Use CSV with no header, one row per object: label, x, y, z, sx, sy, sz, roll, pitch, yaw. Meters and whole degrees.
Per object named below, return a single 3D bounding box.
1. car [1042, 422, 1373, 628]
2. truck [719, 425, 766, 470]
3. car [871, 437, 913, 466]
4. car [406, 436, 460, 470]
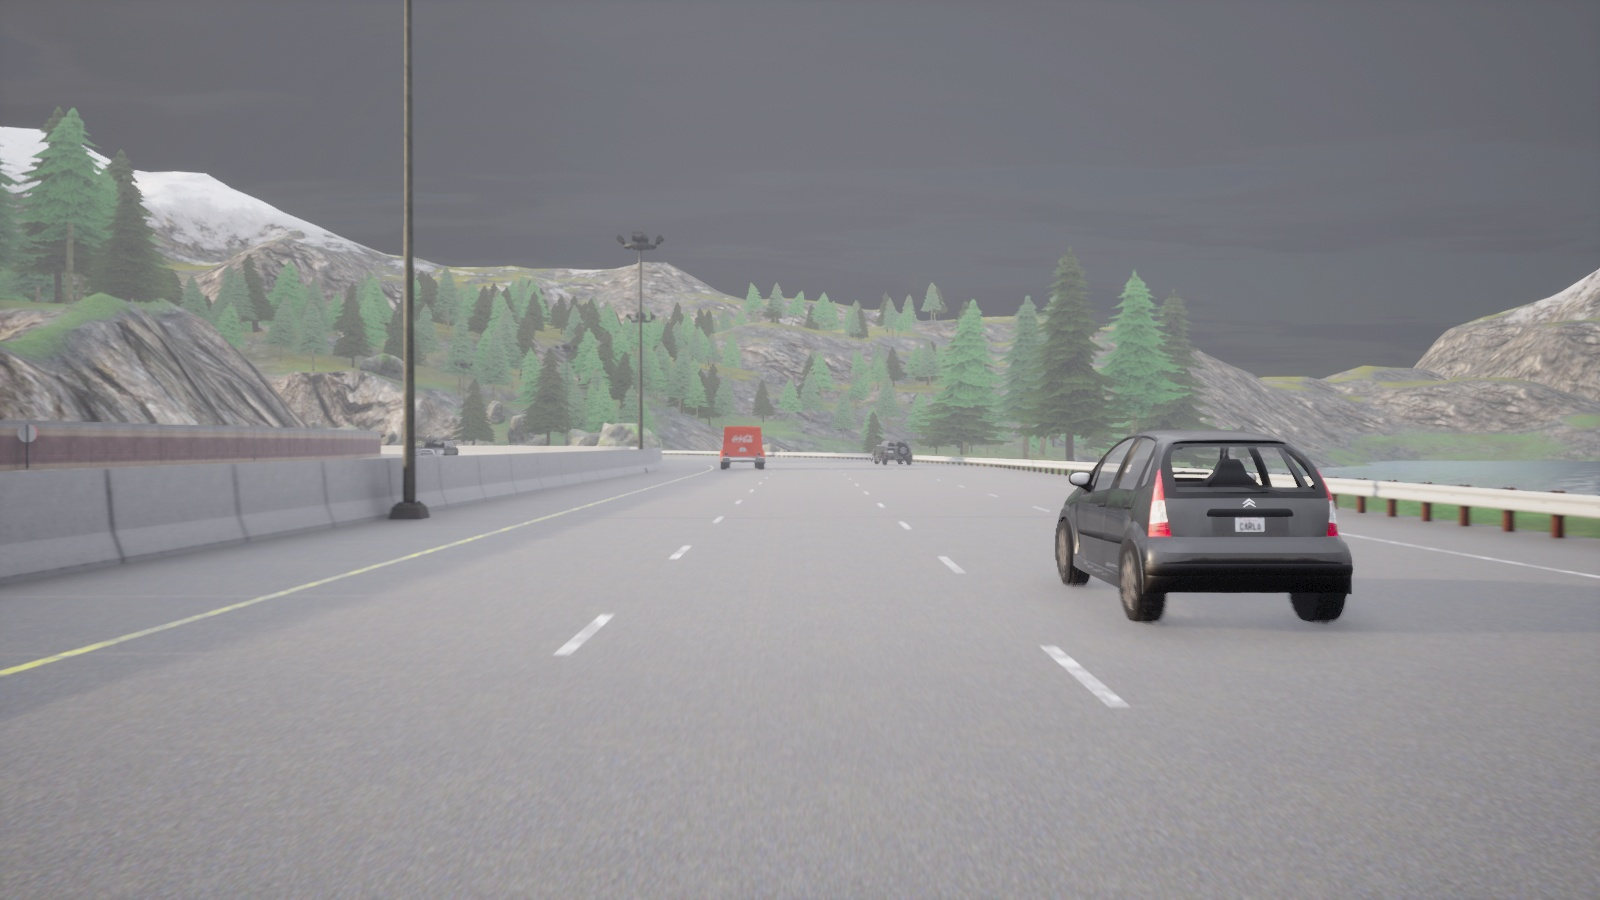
car,3.584,0.581,11.872,1.851,1.617,3.988,0,0,0
truck,-3.354,-0.148,72.769,2.627,2.467,5.204,0,0,-3
car,6.156,0.097,84.460,1.932,1.855,4.605,0,0,-7
car,-20.792,0.148,71.338,1.932,1.855,4.605,0,1,-3
